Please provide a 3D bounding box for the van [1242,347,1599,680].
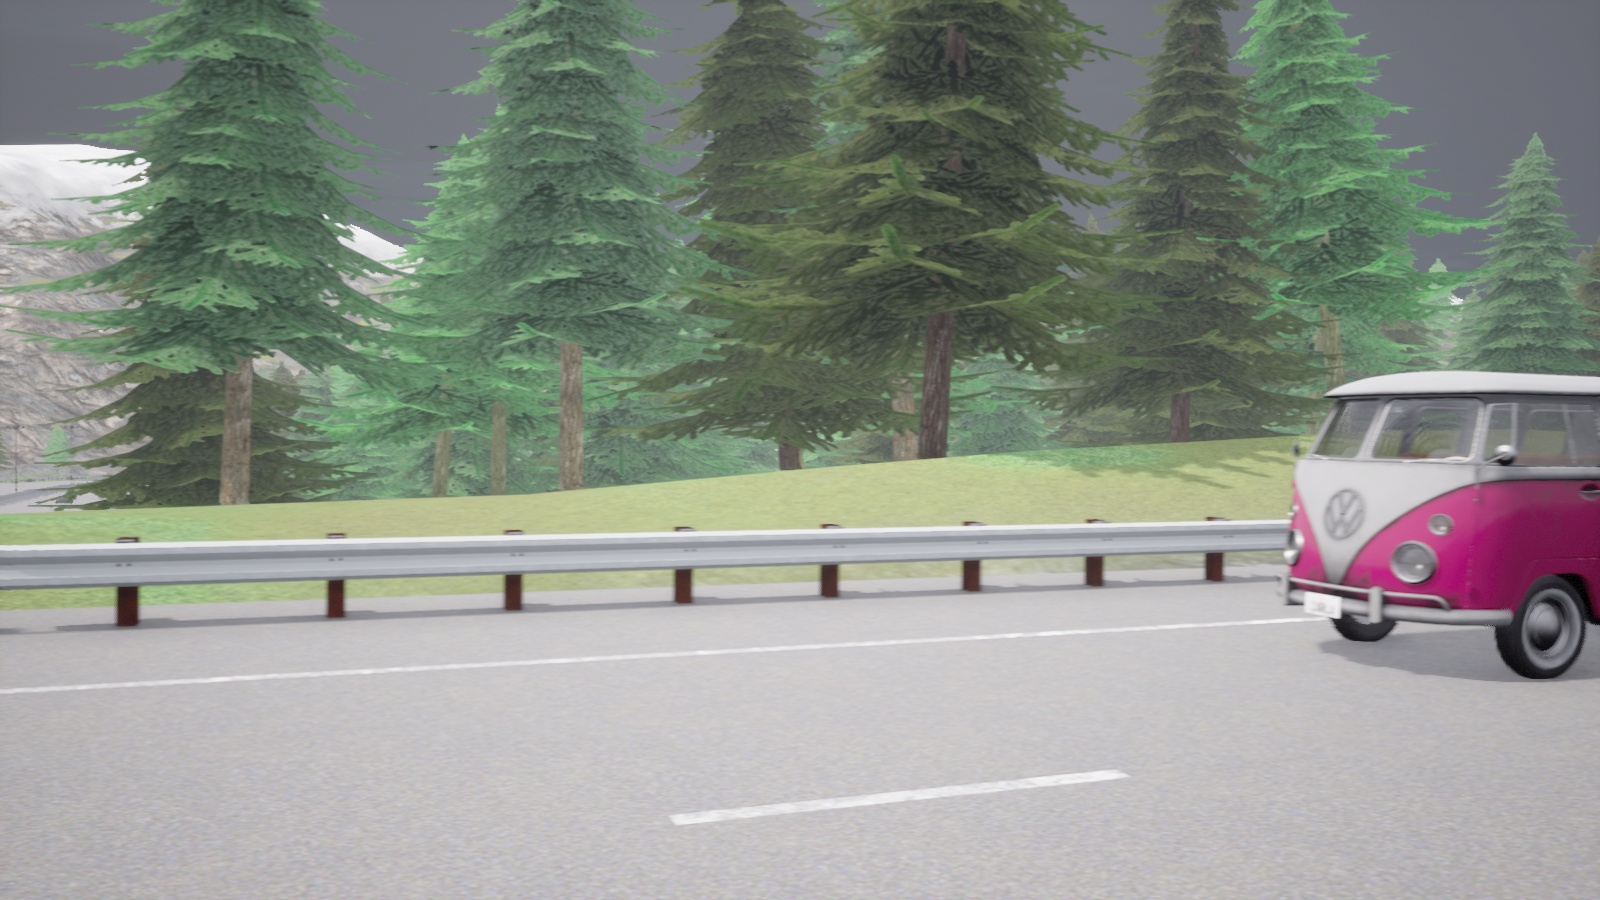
[{"bbox_3d":[5.615,0.337,9.111,4.442,1.987,1.775,-1,1,-21],"label":"van"}]
